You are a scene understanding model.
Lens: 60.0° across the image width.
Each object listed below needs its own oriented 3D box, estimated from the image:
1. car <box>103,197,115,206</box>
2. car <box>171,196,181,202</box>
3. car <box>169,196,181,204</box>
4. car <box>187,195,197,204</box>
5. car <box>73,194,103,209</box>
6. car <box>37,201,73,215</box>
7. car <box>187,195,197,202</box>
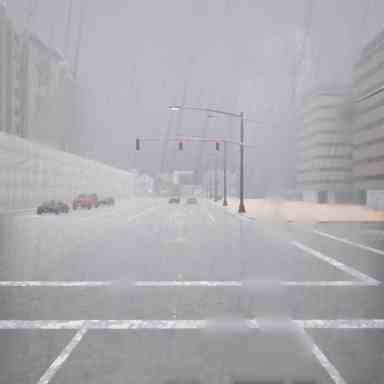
[{"bbox_3d":[-14.104,1.547,55.021,2.033,1.411,5.357,0,0,0],"label":"car"},{"bbox_3d":[-3.543,1.595,74.448,1.895,1.301,4.718,0,0,0],"label":"car"},{"bbox_3d":[-3.450,1.525,64.212,1.812,1.442,4.674,0,0,0],"label":"car"},{"bbox_3d":[-0.037,1.477,63.212,1.882,1.535,5.008,0,0,0],"label":"car"},{"bbox_3d":[-14.113,1.222,44.417,2.150,2.045,5.566,0,0,0],"label":"car"},{"bbox_3d":[-14.114,1.564,33.961,1.994,1.385,4.181,0,0,0],"label":"car"},{"bbox_3d":[-0.043,1.427,73.631,2.033,1.411,5.357,0,0,0],"label":"car"}]
